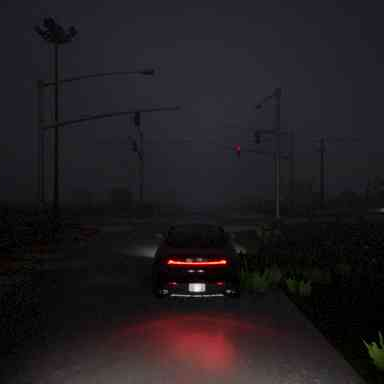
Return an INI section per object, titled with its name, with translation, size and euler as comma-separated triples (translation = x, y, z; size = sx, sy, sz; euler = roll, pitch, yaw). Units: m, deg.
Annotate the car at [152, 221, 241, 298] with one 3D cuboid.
[car]
translation = 0.093, 1.505, 8.522
size = 1.837, 1.490, 4.892
euler = 0, 0, 0
